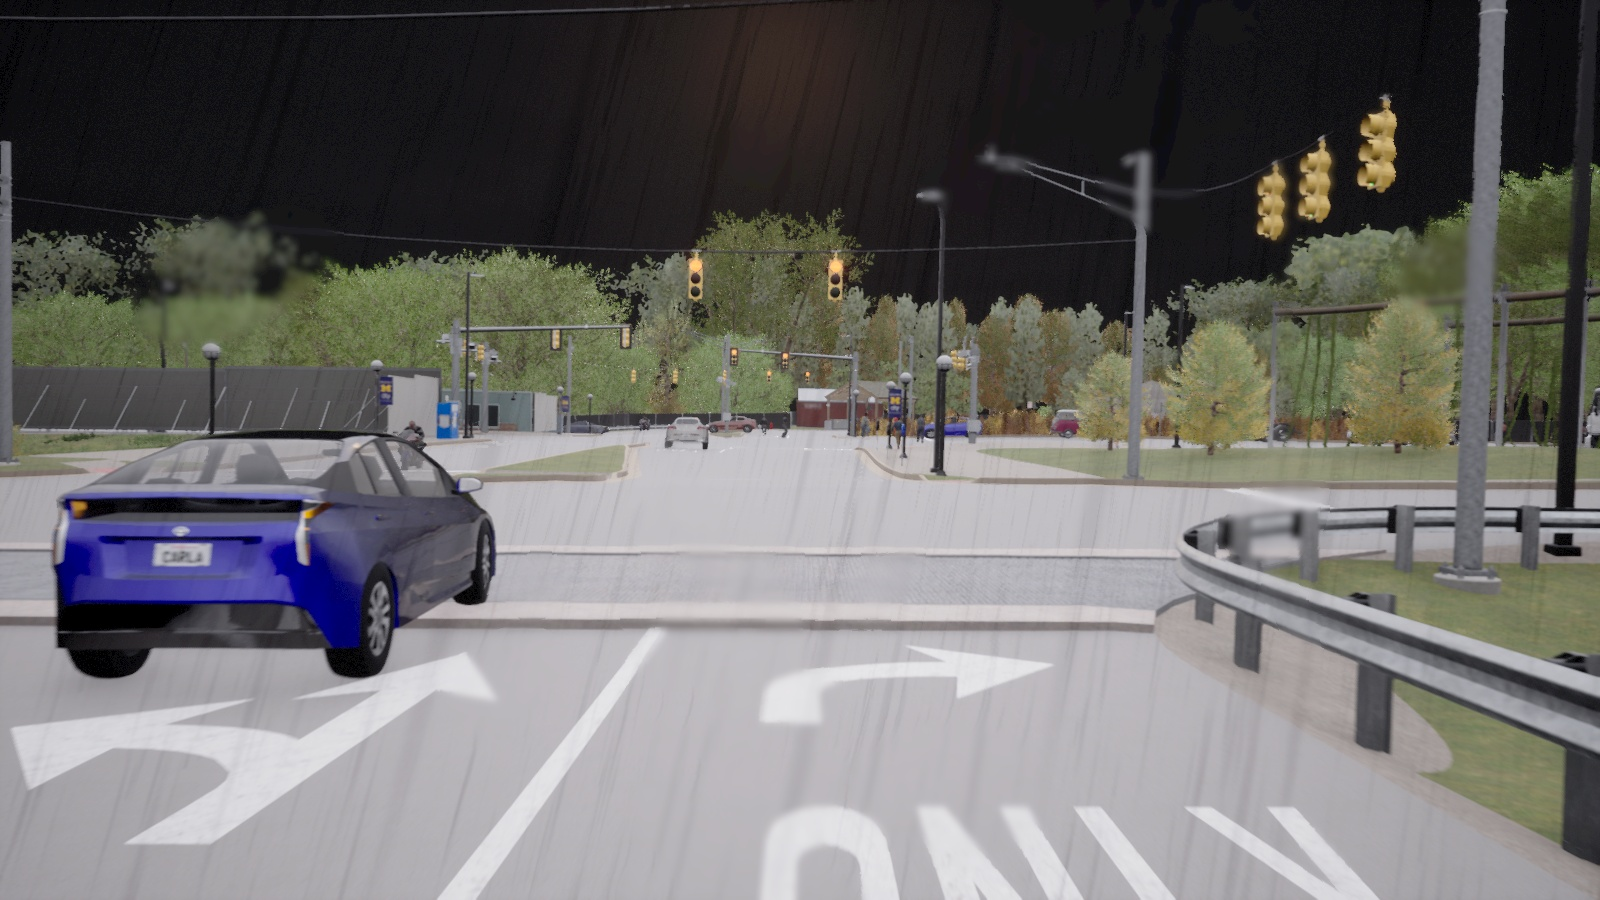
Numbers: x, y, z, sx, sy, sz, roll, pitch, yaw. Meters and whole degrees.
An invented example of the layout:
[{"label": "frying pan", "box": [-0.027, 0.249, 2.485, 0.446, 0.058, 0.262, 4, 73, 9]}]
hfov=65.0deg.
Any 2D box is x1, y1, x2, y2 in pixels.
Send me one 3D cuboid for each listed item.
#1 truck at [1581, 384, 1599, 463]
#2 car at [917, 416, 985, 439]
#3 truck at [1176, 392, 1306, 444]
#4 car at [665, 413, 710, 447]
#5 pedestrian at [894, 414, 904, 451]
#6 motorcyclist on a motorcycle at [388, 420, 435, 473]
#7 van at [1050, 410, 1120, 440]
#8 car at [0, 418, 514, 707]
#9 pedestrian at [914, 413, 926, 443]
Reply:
[{"label": "truck", "box": [37.600, -1.074, 52.523, 2.891, 3.462, 7.936, 0, 1, -27]}, {"label": "car", "box": [10.486, -1.564, 87.437, 4.514, 1.525, 2.007, 0, 2, 1]}, {"label": "truck", "box": [30.712, -2.257, 87.634, 7.936, 3.462, 2.891, 1, 3, -4]}, {"label": "car", "box": [-5.771, -1.029, 64.692, 2.152, 1.651, 5.027, 1, 1, -4]}, {"label": "pedestrian", "box": [5.392, -0.963, 68.465, 0.423, 1.949, 0.788, 2, 2, 0]}, {"label": "motorcyclist on a motorcycle", "box": [-11.756, -0.127, 38.088, 0.866, 1.530, 2.191, 0, 2, -3]}, {"label": "van", "box": [19.818, -1.751, 87.450, 4.442, 1.987, 1.775, 1, 3, 0]}, {"label": "car", "box": [-3.535, 0.563, 9.128, 2.007, 1.525, 4.514, 0, 2, -2]}, {"label": "pedestrian", "box": [7.480, -1.348, 78.208, 0.540, 1.848, 0.694, 1, 2, -13]}]
